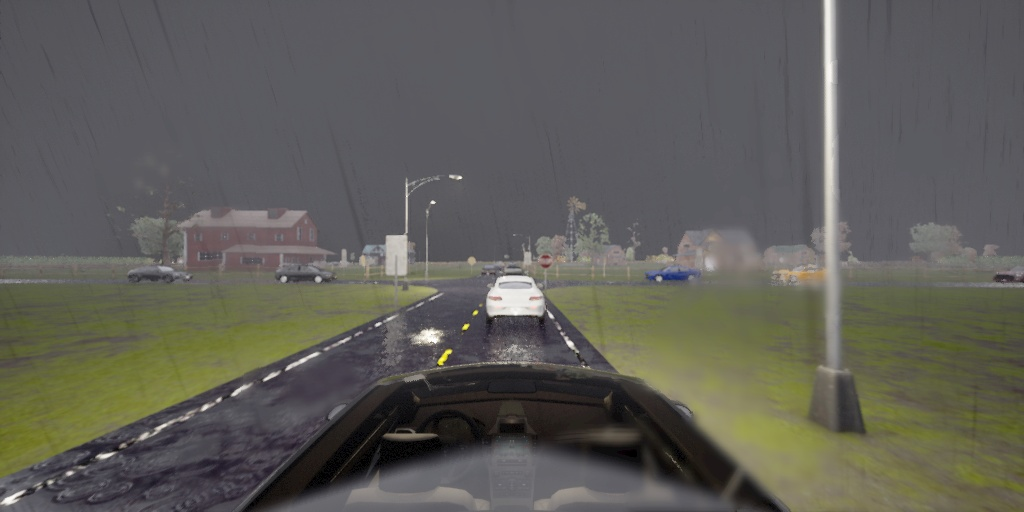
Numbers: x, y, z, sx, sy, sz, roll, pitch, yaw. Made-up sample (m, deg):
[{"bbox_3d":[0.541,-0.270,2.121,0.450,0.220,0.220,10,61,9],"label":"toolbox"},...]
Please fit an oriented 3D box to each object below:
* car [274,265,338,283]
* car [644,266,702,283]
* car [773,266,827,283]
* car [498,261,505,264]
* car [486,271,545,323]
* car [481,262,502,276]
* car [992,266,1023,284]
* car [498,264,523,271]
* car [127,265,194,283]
[{"bbox_3d":[-17.446,1.546,30.520,4.892,1.490,1.837,0,-1,1],"label":"car"},{"bbox_3d":[14.852,1.647,33.202,5.008,1.535,1.882,0,-1,0],"label":"car"},{"bbox_3d":[26.955,1.693,33.097,5.008,1.535,1.882,0,-1,1],"label":"car"},{"bbox_3d":[-2.733,2.036,65.432,2.033,1.411,5.357,0,-1,1],"label":"car"},{"bbox_3d":[0.109,1.405,12.560,1.812,1.442,4.674,0,-1,0],"label":"car"},{"bbox_3d":[-2.844,1.817,46.138,2.033,1.411,5.357,0,-1,2],"label":"car"},{"bbox_3d":[47.302,1.658,32.845,4.553,1.767,2.097,0,-1,1],"label":"car"},{"bbox_3d":[0.117,1.553,27.015,1.837,1.490,4.892,0,-1,0],"label":"car"},{"bbox_3d":[-30.021,1.536,30.630,4.674,1.442,1.812,0,-1,0],"label":"car"}]
